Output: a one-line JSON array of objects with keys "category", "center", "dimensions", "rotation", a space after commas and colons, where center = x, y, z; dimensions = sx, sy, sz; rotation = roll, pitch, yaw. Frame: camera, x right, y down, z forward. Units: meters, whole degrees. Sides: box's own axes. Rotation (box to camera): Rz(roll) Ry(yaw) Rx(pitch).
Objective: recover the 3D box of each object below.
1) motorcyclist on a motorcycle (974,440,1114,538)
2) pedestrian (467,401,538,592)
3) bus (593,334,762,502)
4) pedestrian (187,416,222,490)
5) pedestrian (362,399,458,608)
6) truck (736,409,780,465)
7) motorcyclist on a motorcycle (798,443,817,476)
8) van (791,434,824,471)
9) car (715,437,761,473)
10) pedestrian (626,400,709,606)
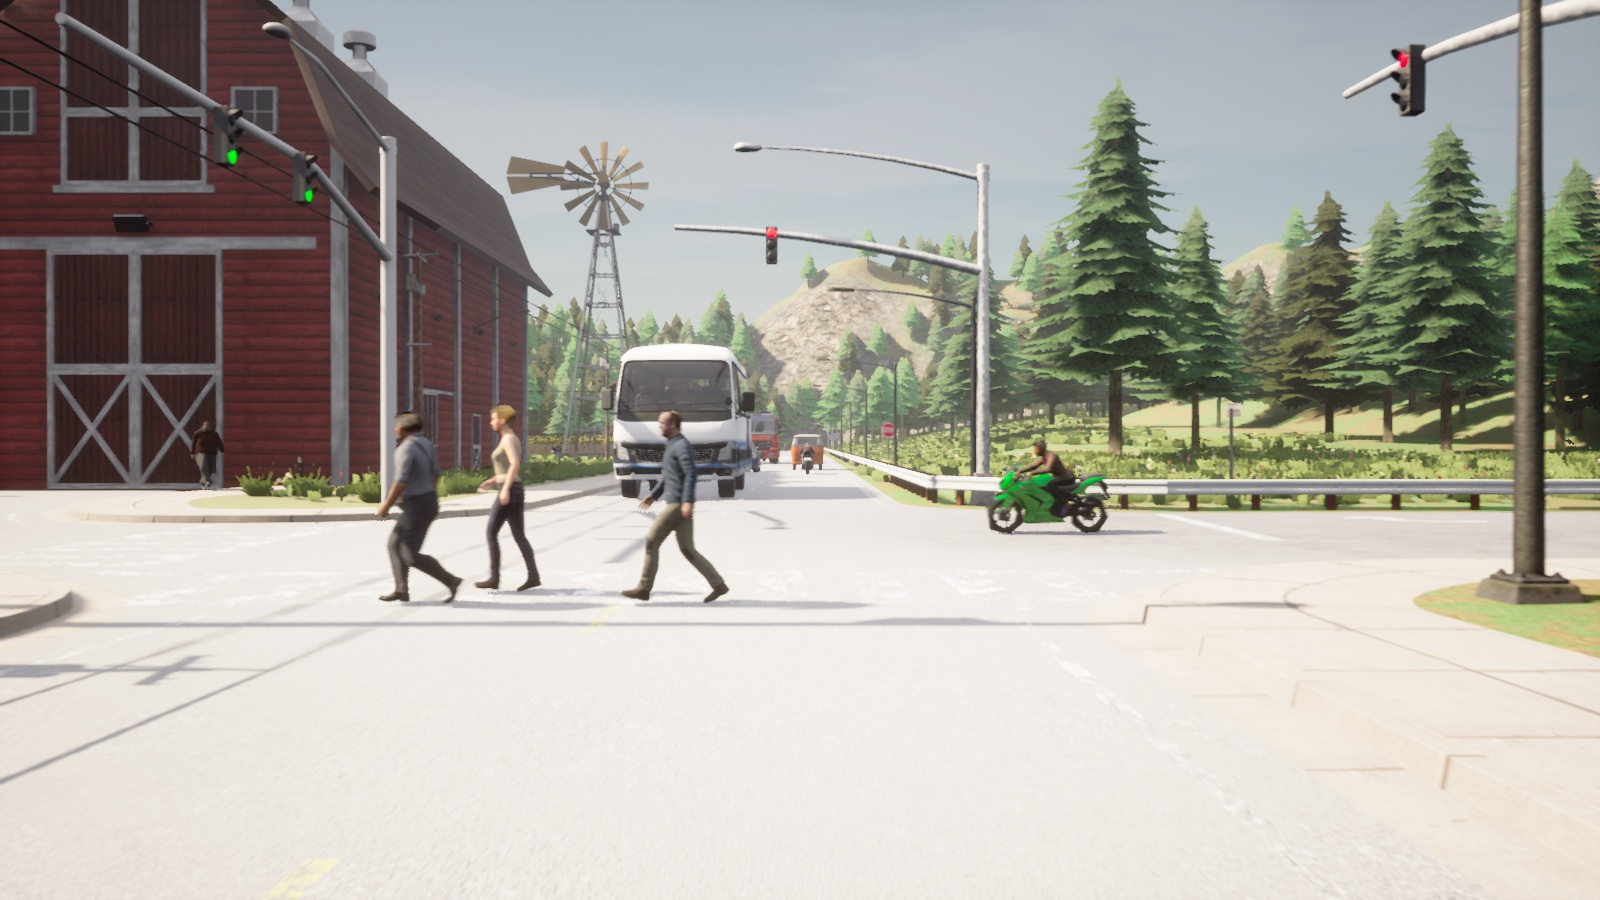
[{"category": "motorcyclist on a motorcycle", "center": [3.898, 0.601, 20.134], "dimensions": [2.044, 1.523, 0.797], "rotation": [0, 2, -7]}, {"category": "pedestrian", "center": [-2.902, 0.449, 12.273], "dimensions": [0.594, 1.836, 0.345], "rotation": [0, 0, 6]}, {"category": "bus", "center": [-3.273, -0.841, 37.048], "dimensions": [3.944, 4.253, 10.273], "rotation": [0, 0, 0]}, {"category": "pedestrian", "center": [-14.967, 0.071, 31.566], "dimensions": [0.634, 1.844, 0.899], "rotation": [0, 0, -36]}, {"category": "pedestrian", "center": [-3.526, 0.474, 11.391], "dimensions": [0.694, 1.848, 0.540], "rotation": [0, 0, 2]}, {"category": "truck", "center": [-2.967, -0.933, 90.913], "dimensions": [2.891, 3.827, 8.468], "rotation": [0, 0, 0]}, {"category": "motorcyclist on a motorcycle", "center": [0.358, 0.442, 60.291], "dimensions": [0.866, 1.530, 2.191], "rotation": [0, 0, 0]}, {"category": "van", "center": [0.413, 0.106, 69.768], "dimensions": [1.775, 1.987, 4.442], "rotation": [0, 0, 0]}, {"category": "car", "center": [-3.111, 0.243, 63.810], "dimensions": [2.097, 1.767, 4.553], "rotation": [0, 0, 0]}, {"category": "pedestrian", "center": [-1.199, 0.473, 11.423], "dimensions": [0.726, 1.842, 0.402], "rotation": [0, 0, -3]}]
